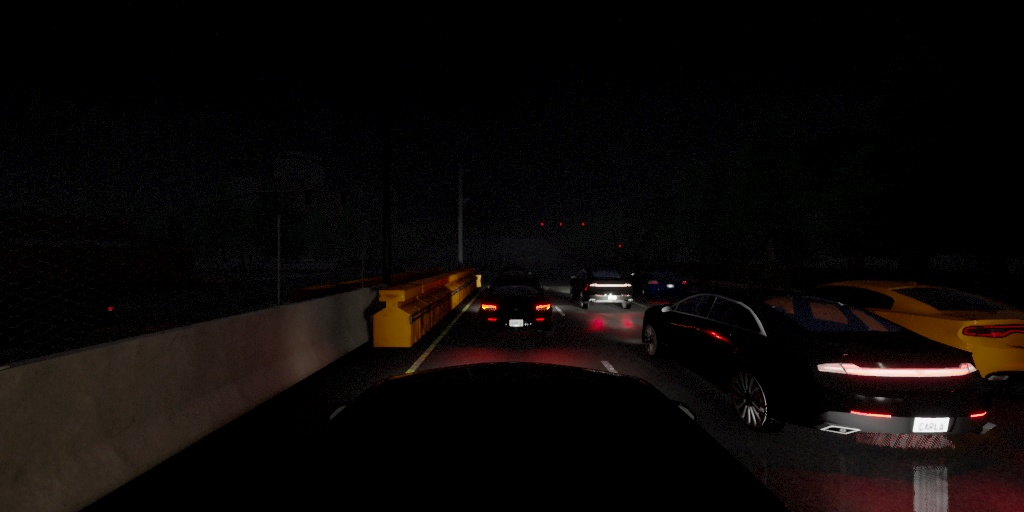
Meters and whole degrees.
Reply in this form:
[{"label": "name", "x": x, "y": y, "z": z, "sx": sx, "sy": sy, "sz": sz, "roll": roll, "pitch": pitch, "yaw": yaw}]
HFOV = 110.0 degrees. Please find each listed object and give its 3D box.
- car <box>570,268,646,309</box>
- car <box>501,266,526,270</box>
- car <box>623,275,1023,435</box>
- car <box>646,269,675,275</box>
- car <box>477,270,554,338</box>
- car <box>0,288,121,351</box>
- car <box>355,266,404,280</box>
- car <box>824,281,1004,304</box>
[{"label": "car", "x": 3.575, "y": 1.242, "z": 14.944, "sx": 2.128, "sy": 1.511, "sz": 4.902, "roll": 0, "pitch": 0, "yaw": 2}, {"label": "car", "x": 0.080, "y": 1.276, "z": 19.078, "sx": 1.812, "sy": 1.442, "sz": 4.674, "roll": 0, "pitch": 0, "yaw": 0}, {"label": "car", "x": 3.600, "y": 1.242, "z": 5.515, "sx": 2.128, "sy": 1.511, "sz": 4.902, "roll": 0, "pitch": 0, "yaw": 0}, {"label": "car", "x": 7.081, "y": 1.314, "z": 18.050, "sx": 1.994, "sy": 1.385, "sz": 4.181, "roll": 0, "pitch": 0, "yaw": 0}, {"label": "car", "x": 0.087, "y": 1.276, "z": 10.013, "sx": 1.812, "sy": 1.442, "sz": 4.674, "roll": 0, "pitch": 0, "yaw": 0}, {"label": "car", "x": -10.602, "y": 1.297, "z": 6.399, "sx": 2.033, "sy": 1.411, "sz": 5.357, "roll": 0, "pitch": 0, "yaw": 0}, {"label": "car", "x": -7.050, "y": 1.275, "z": 19.740, "sx": 1.812, "sy": 1.442, "sz": 4.674, "roll": 0, "pitch": 0, "yaw": 0}, {"label": "car", "x": 7.095, "y": 1.228, "z": 7.182, "sx": 1.882, "sy": 1.535, "sz": 5.008, "roll": 0, "pitch": -1, "yaw": 0}]
